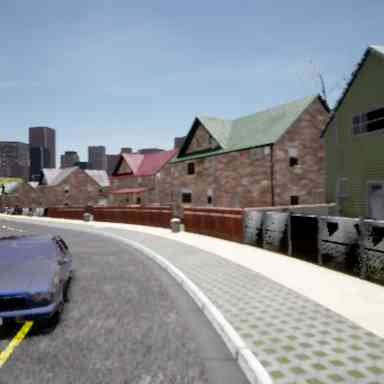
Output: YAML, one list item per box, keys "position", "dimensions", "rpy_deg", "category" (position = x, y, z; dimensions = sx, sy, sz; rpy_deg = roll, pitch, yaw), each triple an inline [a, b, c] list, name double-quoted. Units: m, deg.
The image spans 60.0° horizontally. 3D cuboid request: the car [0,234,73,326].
- position: [-3.879, 1.741, 7.831]
  dimensions: [2.033, 1.411, 5.357]
  rpy_deg: [-1, -1, -16]
  category: "car"
